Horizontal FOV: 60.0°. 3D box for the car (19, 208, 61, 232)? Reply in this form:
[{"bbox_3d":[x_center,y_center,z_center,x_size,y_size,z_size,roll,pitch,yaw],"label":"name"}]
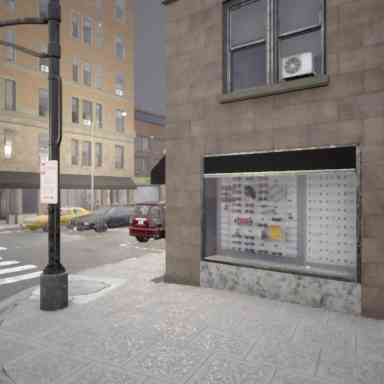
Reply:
[{"bbox_3d":[-7.771,1.519,20.076,1.752,1.417,4.829,0,0,35],"label":"car"}]

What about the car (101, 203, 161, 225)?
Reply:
[{"bbox_3d":[-4.444,1.548,24.857,1.947,1.339,4.313,0,0,35],"label":"car"}]

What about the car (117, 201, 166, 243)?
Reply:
[{"bbox_3d":[-0.691,1.306,15.322,2.192,1.841,5.009,0,0,35],"label":"car"}]

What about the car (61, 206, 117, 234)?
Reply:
[{"bbox_3d":[-4.646,1.537,19.739,2.033,1.411,5.357,0,0,35],"label":"car"}]

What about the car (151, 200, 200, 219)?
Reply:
[{"bbox_3d":[-1.311,1.496,29.359,1.752,1.417,4.829,0,0,35],"label":"car"}]
